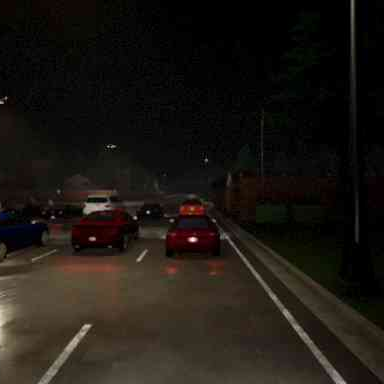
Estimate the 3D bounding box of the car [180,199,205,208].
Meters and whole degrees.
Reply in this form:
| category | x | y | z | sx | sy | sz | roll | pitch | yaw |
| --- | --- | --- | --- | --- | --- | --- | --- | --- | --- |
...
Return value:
| category | x | y | z | sx | sy | sz | roll | pitch | yaw |
| --- | --- | --- | --- | --- | --- | --- | --- | --- | --- |
| car | 0.033 | 1.352 | 27.846 | 2.097 | 1.767 | 4.553 | 0 | 0 | 1 |

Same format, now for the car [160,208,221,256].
| category | x | y | z | sx | sy | sz | roll | pitch | yaw |
| --- | --- | --- | --- | --- | --- | --- | --- | --- | --- |
| car | 0.043 | 1.565 | 13.162 | 1.994 | 1.385 | 4.181 | 0 | 0 | 0 |

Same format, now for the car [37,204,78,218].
| category | x | y | z | sx | sy | sz | roll | pitch | yaw |
| --- | --- | --- | --- | --- | --- | --- | --- | --- | --- |
| car | -10.474 | 1.601 | 27.323 | 1.895 | 1.301 | 4.718 | 0 | 0 | 1 |

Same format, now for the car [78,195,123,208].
| category | x | y | z | sx | sy | sz | roll | pitch | yaw |
| --- | --- | --- | --- | --- | --- | --- | --- | --- | --- |
| car | -6.980 | 1.223 | 26.818 | 2.150 | 2.045 | 5.566 | 0 | 0 | 1 |

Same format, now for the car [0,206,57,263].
| category | x | y | z | sx | sy | sz | roll | pitch | yaw |
| --- | --- | --- | --- | --- | --- | --- | --- | --- | --- |
| car | -6.970 | 1.478 | 12.011 | 1.882 | 1.535 | 5.008 | 0 | 0 | 1 |

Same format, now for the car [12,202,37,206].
| category | x | y | z | sx | sy | sz | roll | pitch | yaw |
| --- | --- | --- | --- | --- | --- | --- | --- | --- | --- |
| car | -14.084 | 1.565 | 28.239 | 1.994 | 1.385 | 4.181 | 0 | 0 | 1 |

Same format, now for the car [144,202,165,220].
| category | x | y | z | sx | sy | sz | roll | pitch | yaw |
| --- | --- | --- | --- | --- | --- | --- | --- | --- | --- |
| car | -3.463 | 1.565 | 28.298 | 1.994 | 1.385 | 4.181 | 0 | 0 | 0 |

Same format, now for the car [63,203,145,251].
| category | x | y | z | sx | sy | sz | roll | pitch | yaw |
| --- | --- | --- | --- | --- | --- | --- | --- | --- | --- |
| car | -3.453 | 1.478 | 14.087 | 1.882 | 1.535 | 5.008 | 0 | 0 | 0 |
